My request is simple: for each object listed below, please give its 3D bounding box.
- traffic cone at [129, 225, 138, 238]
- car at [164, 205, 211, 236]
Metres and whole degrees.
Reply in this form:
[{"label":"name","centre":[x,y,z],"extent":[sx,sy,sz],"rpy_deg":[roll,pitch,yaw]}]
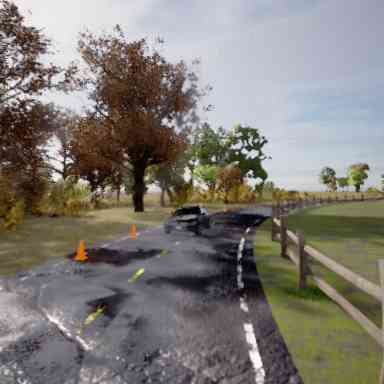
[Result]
[{"label":"traffic cone","centre":[-2.831,1.910,16.188],"extent":[0.340,0.580,0.340],"rpy_deg":[0,0,11]},{"label":"car","centre":[-0.104,1.479,18.456],"extent":[1.812,1.442,4.674],"rpy_deg":[0,0,14]}]
